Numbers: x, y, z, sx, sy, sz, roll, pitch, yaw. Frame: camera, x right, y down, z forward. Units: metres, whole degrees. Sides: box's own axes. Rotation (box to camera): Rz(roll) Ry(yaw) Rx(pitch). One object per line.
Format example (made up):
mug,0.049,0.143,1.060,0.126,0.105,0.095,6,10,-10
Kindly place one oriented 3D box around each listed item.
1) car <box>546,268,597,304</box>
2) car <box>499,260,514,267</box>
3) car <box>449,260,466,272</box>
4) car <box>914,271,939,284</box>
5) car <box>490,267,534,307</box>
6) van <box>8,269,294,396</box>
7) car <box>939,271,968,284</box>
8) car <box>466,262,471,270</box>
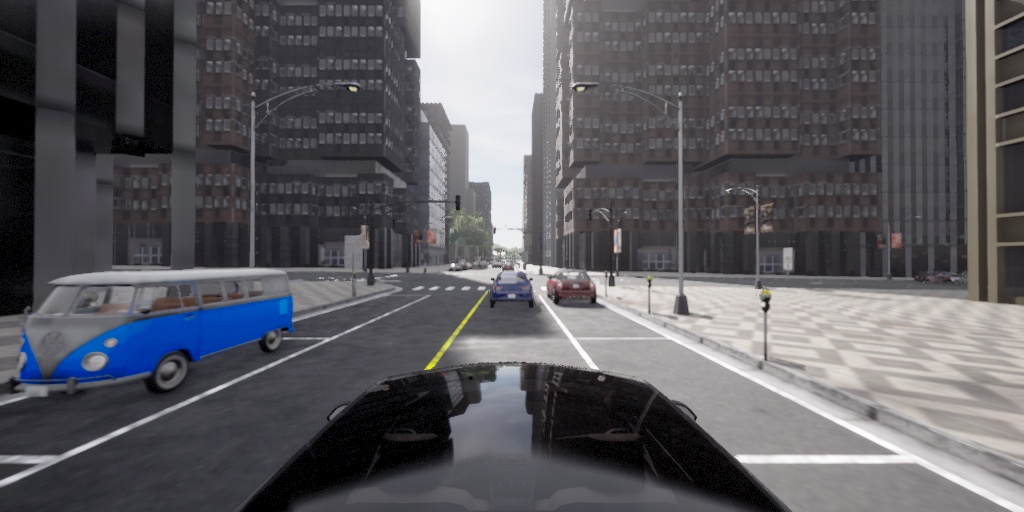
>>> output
car,2.753,1.335,17.333,1.967,1.591,4.097,0,0,0
car,-0.631,1.729,58.721,1.967,1.591,4.097,0,0,0
car,-9.156,1.855,58.665,1.948,1.339,4.313,0,0,0
car,48.630,2.406,40.800,4.181,1.385,1.994,1,0,0
car,-0.003,1.411,16.224,1.812,1.442,4.674,0,0,0
van,-5.766,1.135,6.444,1.690,1.789,3.998,0,0,0
car,48.690,2.309,37.550,4.902,1.511,2.128,1,0,0
car,-9.193,1.667,64.091,2.192,1.841,5.009,0,0,0
